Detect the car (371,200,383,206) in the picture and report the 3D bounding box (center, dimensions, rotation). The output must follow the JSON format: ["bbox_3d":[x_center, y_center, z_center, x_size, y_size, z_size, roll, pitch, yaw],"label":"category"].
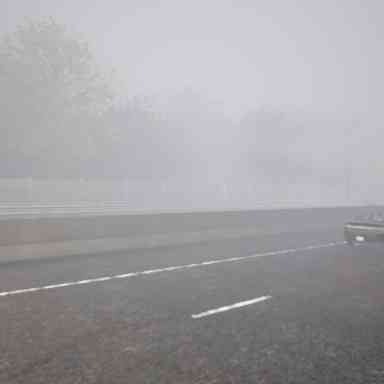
[{"bbox_3d":[26.209,1.807,44.165,4.674,1.442,1.812,1,0,-35],"label":"car"}]

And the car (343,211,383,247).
[{"bbox_3d":[8.363,1.571,14.036,4.902,1.511,2.128,0,0,-35],"label":"car"}]

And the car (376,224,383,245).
[{"bbox_3d":[7.512,1.607,9.152,5.357,1.411,2.033,0,0,-35],"label":"car"}]

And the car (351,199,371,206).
[{"bbox_3d":[24.407,1.790,47.177,4.892,1.490,1.837,1,-1,-35],"label":"car"}]
